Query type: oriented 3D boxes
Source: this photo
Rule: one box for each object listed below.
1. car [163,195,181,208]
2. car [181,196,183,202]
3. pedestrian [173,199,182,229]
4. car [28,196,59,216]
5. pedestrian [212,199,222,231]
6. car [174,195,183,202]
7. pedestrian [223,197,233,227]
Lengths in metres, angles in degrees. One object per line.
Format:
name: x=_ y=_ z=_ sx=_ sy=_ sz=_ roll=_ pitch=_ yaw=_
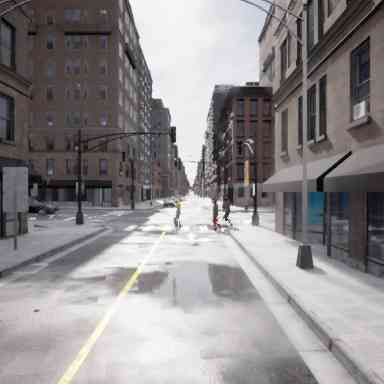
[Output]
car: x=-3.184 y=1.524 z=48.997 sx=2.033 sy=1.411 sz=5.357 roll=0 pitch=0 yaw=0
car: x=-3.162 y=1.531 z=59.665 sx=1.994 sy=1.385 sz=4.181 roll=0 pitch=0 yaw=0
pedestrian: x=-0.880 y=1.285 z=20.080 sx=0.375 sy=1.860 sz=0.375 roll=0 pitch=0 yaw=0
car: x=-14.036 y=1.147 z=29.022 sx=4.553 sy=1.767 sz=2.097 roll=1 pitch=0 yaw=-1
pedestrian: x=1.348 y=1.288 z=18.884 sx=0.375 sy=1.860 sz=0.375 roll=0 pitch=0 yaw=0
car: x=-3.080 y=1.455 z=74.707 sx=1.837 sy=1.490 sz=4.892 roll=0 pitch=0 yaw=0
pedestrian: x=2.124 y=1.135 z=19.488 sx=0.375 sy=1.860 sz=0.375 roll=0 pitch=0 yaw=0
